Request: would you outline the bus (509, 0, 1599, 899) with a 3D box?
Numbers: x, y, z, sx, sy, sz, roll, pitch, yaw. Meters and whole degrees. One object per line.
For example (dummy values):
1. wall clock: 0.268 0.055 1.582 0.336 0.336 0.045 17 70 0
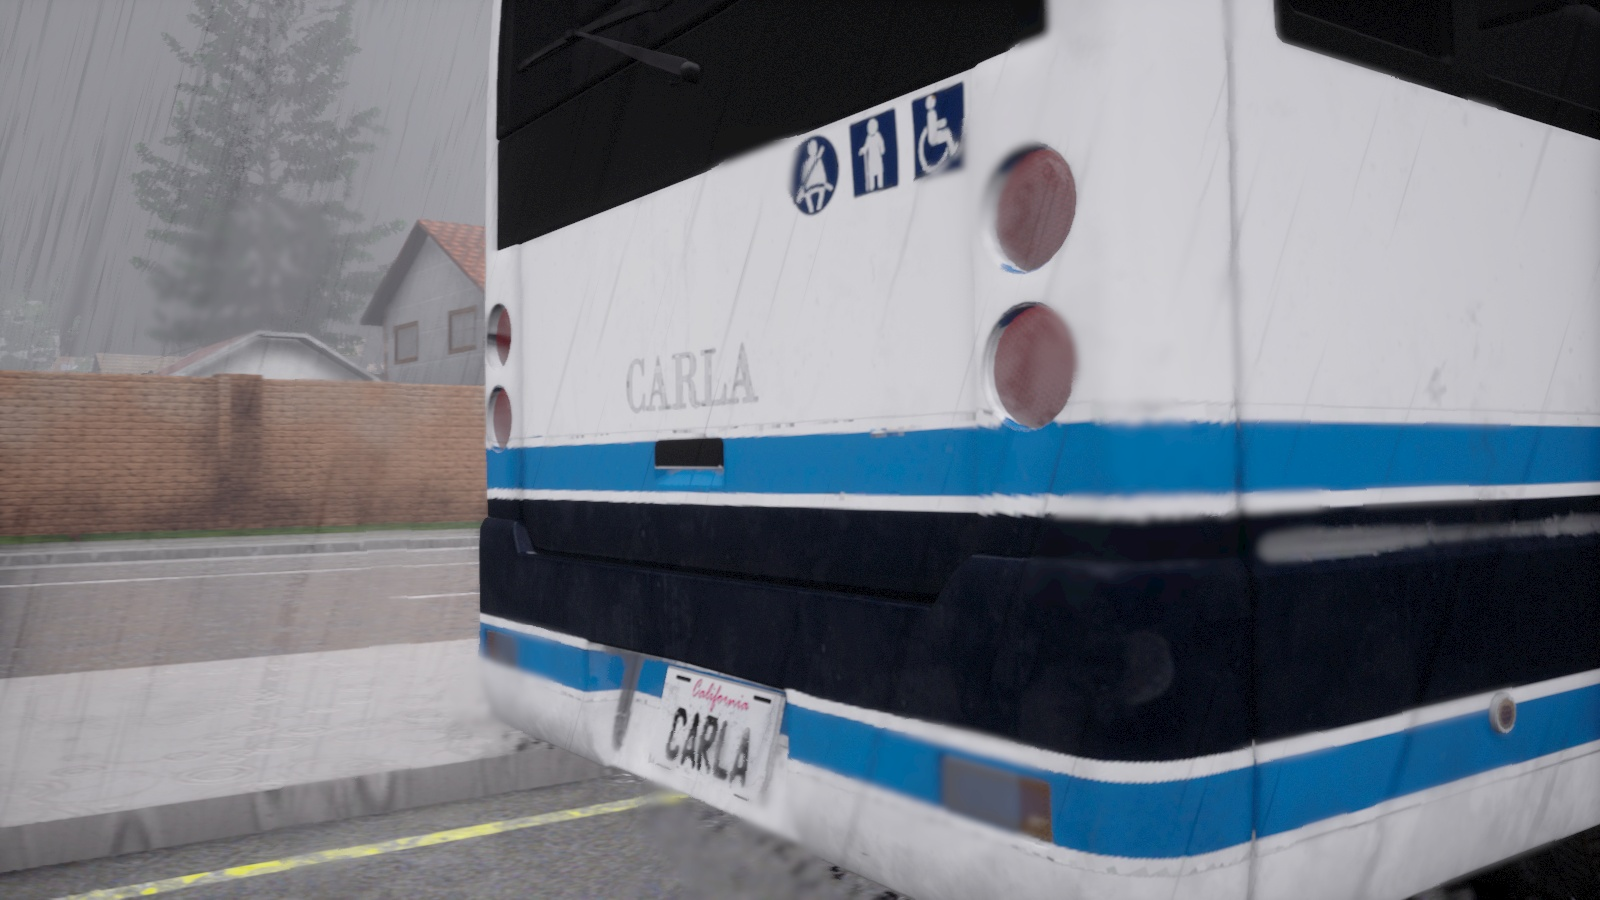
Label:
1. bus: 4.147 -0.643 6.555 10.273 4.253 3.944 0 -1 -35
